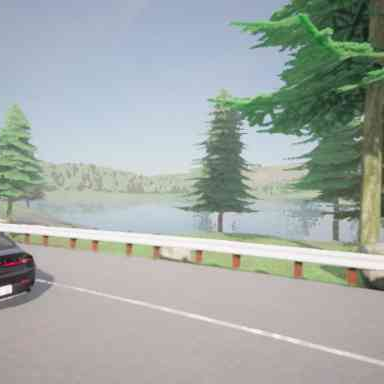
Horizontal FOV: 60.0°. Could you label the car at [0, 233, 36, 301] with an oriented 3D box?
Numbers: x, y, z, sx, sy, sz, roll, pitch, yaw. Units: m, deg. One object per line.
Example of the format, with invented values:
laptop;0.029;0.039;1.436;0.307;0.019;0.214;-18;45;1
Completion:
car;-5.372;1.459;6.977;4.892;1.490;1.837;0;0;30
